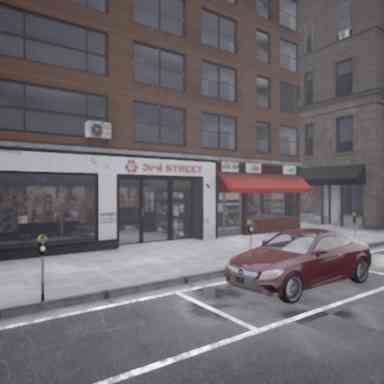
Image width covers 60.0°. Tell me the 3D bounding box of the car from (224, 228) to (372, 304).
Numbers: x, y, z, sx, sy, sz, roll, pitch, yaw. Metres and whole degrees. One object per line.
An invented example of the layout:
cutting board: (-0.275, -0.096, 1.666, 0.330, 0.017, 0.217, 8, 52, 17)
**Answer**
car: (2.704, 1.566, 8.033, 4.206, 1.307, 1.802, 0, 0, -35)
